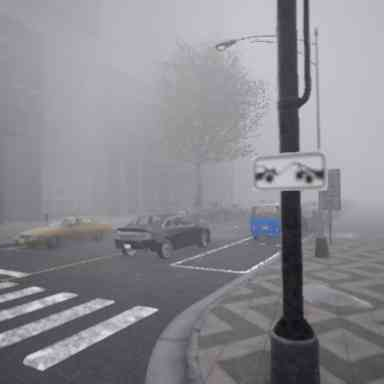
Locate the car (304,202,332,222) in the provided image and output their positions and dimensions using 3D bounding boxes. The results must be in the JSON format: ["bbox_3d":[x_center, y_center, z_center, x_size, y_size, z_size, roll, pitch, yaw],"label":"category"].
[{"bbox_3d":[9.498,1.720,26.142,1.887,1.381,4.507,-1,-1,29],"label":"car"}]

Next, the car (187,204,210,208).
[{"bbox_3d":[-0.695,1.878,25.365,1.887,1.381,4.507,-1,-1,29],"label":"car"}]

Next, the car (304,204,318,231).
[{"bbox_3d":[6.860,1.696,21.415,1.947,1.339,4.313,-1,-1,29],"label":"car"}]

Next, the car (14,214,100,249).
[{"bbox_3d":[-5.940,1.772,15.982,1.752,1.417,4.829,-1,-1,29],"label":"car"}]

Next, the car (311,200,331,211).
[{"bbox_3d":[19.040,1.999,48.908,2.033,1.411,5.357,-2,-1,29],"label":"car"}]

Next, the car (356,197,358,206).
[{"bbox_3d":[28.048,2.030,59.377,1.752,1.417,4.829,-1,-1,29],"label":"car"}]

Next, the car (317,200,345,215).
[{"bbox_3d":[14.774,1.817,35.595,2.008,1.369,4.403,-1,-1,29],"label":"car"}]

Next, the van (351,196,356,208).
[{"bbox_3d":[25.324,1.796,54.506,1.690,1.788,3.998,-1,-1,29],"label":"van"}]

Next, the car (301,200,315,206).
[{"bbox_3d":[24.737,2.336,70.931,2.008,1.369,4.403,-1,-1,29],"label":"car"}]

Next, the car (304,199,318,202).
[{"bbox_3d":[14.205,1.911,40.130,2.033,1.411,5.357,-2,-1,29],"label":"car"}]

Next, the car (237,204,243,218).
[{"bbox_3d":[4.460,1.972,34.602,2.008,1.369,4.403,-1,-1,29],"label":"car"}]

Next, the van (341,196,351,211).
[{"bbox_3d":[20.048,1.701,45.052,1.690,1.788,3.998,-1,-1,29],"label":"van"}]

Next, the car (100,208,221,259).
[{"bbox_3d":[-0.958,1.599,13.081,2.128,1.511,4.902,-2,-1,29],"label":"car"}]

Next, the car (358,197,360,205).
[{"bbox_3d":[30.604,2.117,63.955,1.947,1.339,4.313,-1,-1,29],"label":"car"}]

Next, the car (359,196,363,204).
[{"bbox_3d":[37.705,2.234,76.678,2.008,1.369,4.403,-1,-1,29],"label":"car"}]

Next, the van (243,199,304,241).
[{"bbox_3d":[4.219,1.427,16.692,1.690,1.788,3.998,-1,-1,29],"label":"van"}]

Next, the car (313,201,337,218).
[{"bbox_3d":[12.137,1.802,30.868,1.802,1.307,4.206,-1,-1,29],"label":"car"}]

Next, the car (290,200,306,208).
[{"bbox_3d":[19.926,2.248,62.311,2.008,1.369,4.403,-1,-1,29],"label":"car"}]

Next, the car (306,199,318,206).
[{"bbox_3d":[27.390,2.379,75.684,1.887,1.381,4.507,-1,-1,29],"label":"car"}]

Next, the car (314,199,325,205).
[{"bbox_3d":[32.697,2.485,85.192,2.008,1.369,4.403,-1,-1,29],"label":"car"}]

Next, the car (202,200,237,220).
[{"bbox_3d":[1.879,1.692,29.988,2.192,1.841,5.009,-1,-1,29],"label":"car"}]
